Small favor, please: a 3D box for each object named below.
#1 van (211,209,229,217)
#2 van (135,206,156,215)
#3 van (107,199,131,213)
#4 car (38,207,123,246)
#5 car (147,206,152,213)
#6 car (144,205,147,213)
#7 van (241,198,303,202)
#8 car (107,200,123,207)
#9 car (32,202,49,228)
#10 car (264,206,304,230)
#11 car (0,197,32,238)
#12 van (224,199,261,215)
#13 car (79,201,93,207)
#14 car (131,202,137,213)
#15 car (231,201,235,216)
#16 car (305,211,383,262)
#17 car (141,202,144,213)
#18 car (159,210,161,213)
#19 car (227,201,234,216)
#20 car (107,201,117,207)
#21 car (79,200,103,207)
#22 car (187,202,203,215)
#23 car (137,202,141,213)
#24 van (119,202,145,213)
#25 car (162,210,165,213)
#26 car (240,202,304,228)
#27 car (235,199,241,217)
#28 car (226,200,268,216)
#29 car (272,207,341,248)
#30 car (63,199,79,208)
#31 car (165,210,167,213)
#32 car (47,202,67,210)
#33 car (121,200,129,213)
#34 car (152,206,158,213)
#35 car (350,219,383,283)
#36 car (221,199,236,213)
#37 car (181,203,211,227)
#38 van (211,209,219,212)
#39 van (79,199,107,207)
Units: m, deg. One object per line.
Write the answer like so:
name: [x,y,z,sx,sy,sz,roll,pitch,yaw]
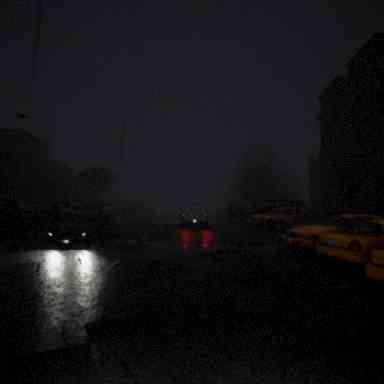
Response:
van: [7.707,5.772,92.262,4.442,1.987,1.878,3,-6,-18]
van: [-10.506,4.124,75.272,4.442,1.987,1.878,1,-6,-19]
van: [-11.228,2.006,45.971,4.442,1.987,1.878,0,-2,-19]
car: [-5.057,1.637,16.035,2.033,1.411,5.357,0,-1,0]
car: [-10.834,3.277,63.519,4.892,1.521,2.231,1,-4,-19]
car: [-10.951,2.850,57.691,4.892,1.521,2.231,0,-4,-19]
van: [6.388,1.493,25.559,4.442,1.987,1.878,1,-1,-19]
car: [-11.189,2.080,40.150,4.674,1.452,2.002,0,-2,-19]
car: [-11.353,1.609,19.610,4.892,1.521,2.231,-1,0,-20]
car: [6.412,1.622,16.608,4.792,1.488,2.163,1,0,-20]
car: [-11.404,1.321,16.667,5.566,2.045,2.435,-1,0,-20]
van: [6.559,1.926,43.519,4.442,1.987,1.878,1,-2,-19]
car: [-11.271,1.788,28.428,4.792,1.488,2.163,0,-1,-20]
car: [-11.083,2.356,48.929,5.008,1.535,2.097,0,-3,-19]
car: [6.538,1.880,31.584,4.674,1.452,2.002,1,-2,-19]
car: [6.589,1.537,10.702,5.366,1.575,1.946,1,-1,-20]
car: [-11.163,2.660,54.706,5.366,1.575,1.946,0,-3,-19]
car: [-10.576,4.655,78.113,4.792,1.488,2.163,1,-6,-19]
car: [6.598,1.939,34.588,4.792,1.488,2.163,1,-2,-19]
car: [-11.220,2.001,37.213,4.674,1.452,2.002,0,-2,-19]
car: [-11.280,1.820,31.346,5.008,1.535,2.097,0,-1,-19]
car: [0.360,2.094,42.084,1.882,1.535,5.008,0,-2,1]
car: [-11.040,2.501,51.853,4.892,1.521,2.231,0,-3,-19]
van: [-11.006,2.826,60.584,4.442,1.987,1.878,1,-4,-19]
car: [-10.523,5.461,86.822,5.366,1.575,1.946,1,-6,-19]
car: [6.300,1.667,22.540,5.366,1.575,1.946,1,-1,-20]
car: [6.488,1.652,28.588,4.553,1.767,2.185,1,-1,-19]
car: [6.667,1.939,40.573,4.553,1.767,2.185,1,-2,-19]
car: [6.253,1.554,13.568,5.366,1.575,1.946,1,0,-20]
car: [-11.292,1.576,25.488,4.553,1.767,2.185,0,-1,-20]
car: [-10.203,6.033,92.720,4.892,1.521,2.231,1,-6,-19]
car: [-11.335,1.654,22.547,4.892,1.521,2.231,-1,-1,-20]
car: [-11.124,2.157,43.083,4.792,1.488,2.163,0,-2,-19]
car: [-10.711,3.537,69.398,5.566,2.045,2.435,1,-6,-19]
car: [6.582,1.518,7.710,5.366,1.575,1.946,1,-1,-20]
car: [6.583,1.732,37.558,5.566,2.045,2.435,1,-1,-19]
car: [0.179,1.733,24.489,1.812,1.442,4.674,0,-1,0]
van: [7.420,5.477,89.249,4.442,1.987,1.878,3,-6,-18]
van: [-11.358,1.663,34.245,4.442,1.987,1.878,0,-1,-19]
